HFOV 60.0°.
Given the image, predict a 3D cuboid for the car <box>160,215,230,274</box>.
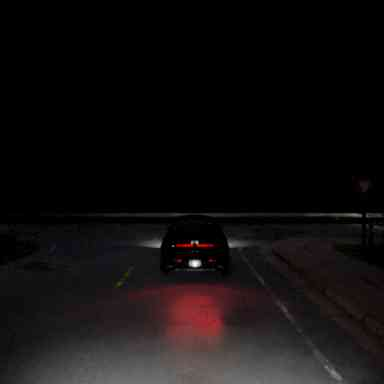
[{"bbox_3d":[0.077,1.474,10.456,1.837,1.490,4.892,0,0,0],"label":"car"}]
